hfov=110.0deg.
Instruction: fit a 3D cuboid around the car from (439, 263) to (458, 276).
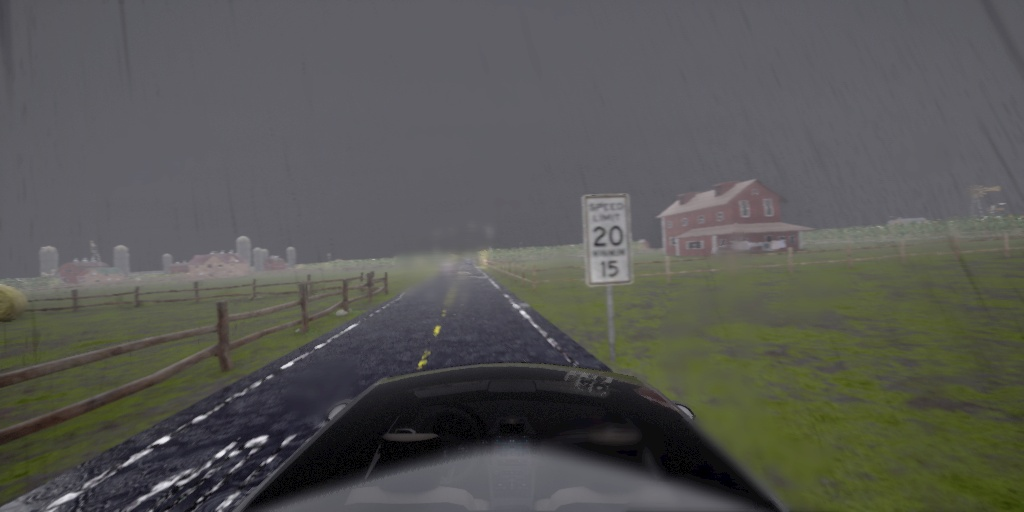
[{"bbox_3d":[-7.417,1.539,41.829,1.812,1.442,4.674,-3,0,-7],"label":"car"}]
